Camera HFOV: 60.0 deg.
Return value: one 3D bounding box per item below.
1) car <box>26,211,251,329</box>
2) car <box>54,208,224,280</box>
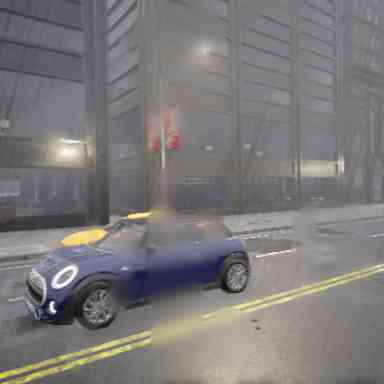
[{"bbox_3d":[-0.943,1.316,7.003,4.553,1.767,2.097,-1,0,-35],"label":"car"},{"bbox_3d":[-1.516,1.423,10.587,5.008,1.535,1.882,-1,0,-35],"label":"car"}]
